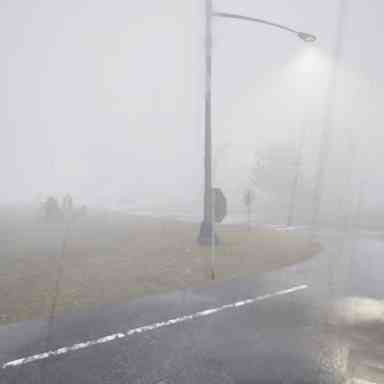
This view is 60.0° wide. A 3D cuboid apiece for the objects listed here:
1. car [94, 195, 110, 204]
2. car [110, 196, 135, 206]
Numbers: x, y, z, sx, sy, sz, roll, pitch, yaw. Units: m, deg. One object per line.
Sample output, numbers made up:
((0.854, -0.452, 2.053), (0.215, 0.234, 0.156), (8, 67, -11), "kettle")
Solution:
((-16.295, 1.265, 60.875), (2.097, 1.767, 4.553), (0, 0, -34), "car")
((-10.587, 1.422, 52.356), (2.128, 1.511, 4.902), (0, 0, -33), "car")
